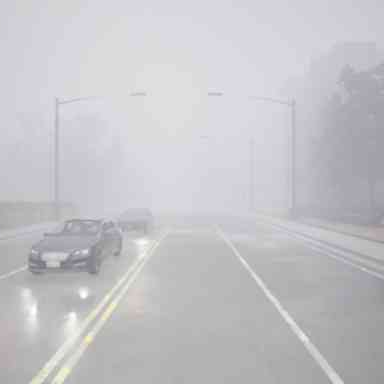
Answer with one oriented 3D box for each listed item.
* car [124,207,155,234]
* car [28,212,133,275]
[{"bbox_3d":[-3.553,1.747,21.435,1.882,1.535,5.008,0,-1,0],"label":"car"},{"bbox_3d":[-3.584,1.631,11.059,2.128,1.511,4.902,0,-1,0],"label":"car"}]
